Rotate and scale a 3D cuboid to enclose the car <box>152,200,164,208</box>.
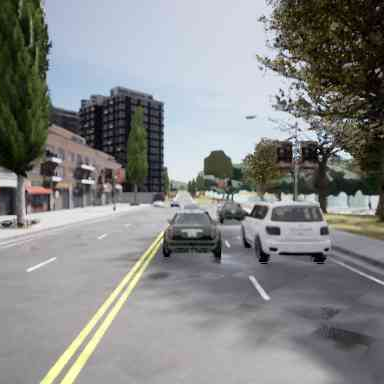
[{"bbox_3d":[-6.516,2.334,64.560,1.812,1.442,4.674,0,-1,1],"label":"car"}]

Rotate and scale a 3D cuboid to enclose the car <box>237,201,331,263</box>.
[{"bbox_3d":[3.261,1.346,12.584,2.150,2.045,5.566,0,0,0],"label":"car"}]

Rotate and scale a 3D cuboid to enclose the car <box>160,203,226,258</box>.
[{"bbox_3d":[0.022,1.481,13.423,2.097,1.767,4.553,0,-1,0],"label":"car"}]

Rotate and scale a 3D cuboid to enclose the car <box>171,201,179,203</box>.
[{"bbox_3d":[-3.258,2.356,64.559,2.033,1.411,5.357,0,-1,1],"label":"car"}]

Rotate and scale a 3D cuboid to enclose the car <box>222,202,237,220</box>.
[{"bbox_3d":[3.274,1.646,28.430,2.097,1.767,4.553,0,-1,0],"label":"car"}]

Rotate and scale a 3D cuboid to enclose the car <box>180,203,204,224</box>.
[{"bbox_3d":[0.024,1.803,28.516,1.837,1.490,4.892,0,0,0],"label":"car"}]
